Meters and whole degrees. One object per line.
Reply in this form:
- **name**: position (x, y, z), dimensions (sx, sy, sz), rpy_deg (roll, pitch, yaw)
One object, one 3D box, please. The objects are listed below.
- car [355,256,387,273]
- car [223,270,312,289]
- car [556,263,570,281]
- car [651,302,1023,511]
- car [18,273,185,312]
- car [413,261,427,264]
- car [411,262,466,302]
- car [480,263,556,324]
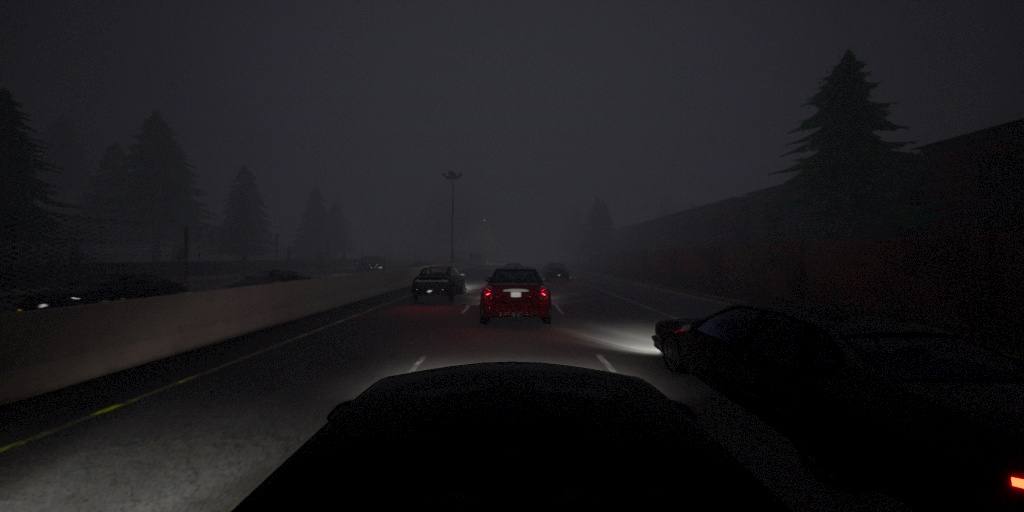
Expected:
- **car**: position (-17.544, 0.985, 44.946), dimensions (2.150, 2.045, 5.566), rpy_deg (0, 0, 0)
- **car**: position (-10.584, 1.316, 15.869), dimensions (1.994, 1.385, 4.181), rpy_deg (0, 0, 0)
- **car**: position (3.610, 1.287, 29.828), dimensions (1.812, 1.442, 4.674), rpy_deg (0, 0, 0)
- **car**: position (3.601, 1.300, 4.464), dimensions (2.033, 1.411, 5.357), rpy_deg (0, 0, 0)
- **car**: position (-14.091, 1.313, 12.760), dimensions (1.994, 1.385, 4.181), rpy_deg (0, 0, 0)
- **car**: position (-14.004, 1.366, 54.935), dimensions (1.895, 1.301, 4.718), rpy_deg (0, 0, 1)
- **car**: position (-3.388, 1.246, 17.175), dimensions (2.128, 1.511, 4.902), rpy_deg (0, 0, 0)
- **car**: position (0.110, 1.106, 12.191), dimensions (2.097, 1.767, 4.553), rpy_deg (0, 0, 0)
